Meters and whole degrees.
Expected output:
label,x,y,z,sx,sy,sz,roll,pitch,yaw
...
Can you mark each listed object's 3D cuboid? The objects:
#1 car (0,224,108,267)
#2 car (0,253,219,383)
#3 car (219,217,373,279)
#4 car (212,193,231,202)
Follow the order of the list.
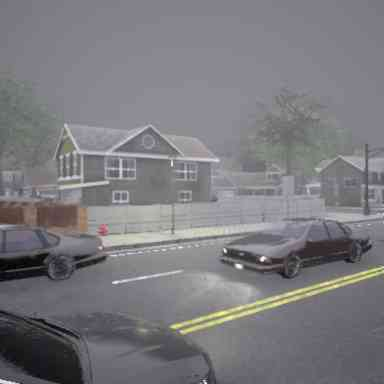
label,x,y,z,sx,sy,sz,roll,pitch,yaw
car,-4.856,1.544,8.206,5.357,1.411,2.033,0,0,-35
car,-1.996,1.508,2.016,4.892,1.490,1.837,0,0,-35
car,3.371,1.503,10.062,5.357,1.411,2.033,0,0,-35
car,3.919,1.111,49.416,2.150,2.045,5.566,0,0,-35
